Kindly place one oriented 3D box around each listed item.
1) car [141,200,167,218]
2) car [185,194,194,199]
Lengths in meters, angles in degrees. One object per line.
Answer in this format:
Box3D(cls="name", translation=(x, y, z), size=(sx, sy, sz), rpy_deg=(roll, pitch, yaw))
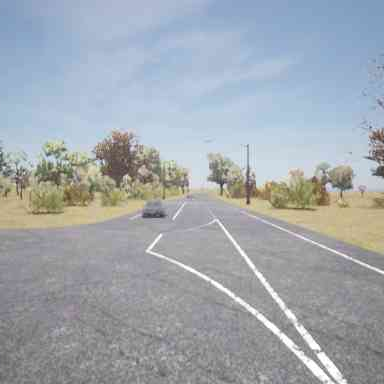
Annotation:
Box3D(cls="car", translation=(-3.263, 1.473, 29.406), size=(1.837, 1.490, 4.892), rpy_deg=(0, 0, 0))
Box3D(cls="car", translation=(-0.673, 1.325, 94.900), size=(1.994, 1.385, 4.181), rpy_deg=(0, 0, 8))
